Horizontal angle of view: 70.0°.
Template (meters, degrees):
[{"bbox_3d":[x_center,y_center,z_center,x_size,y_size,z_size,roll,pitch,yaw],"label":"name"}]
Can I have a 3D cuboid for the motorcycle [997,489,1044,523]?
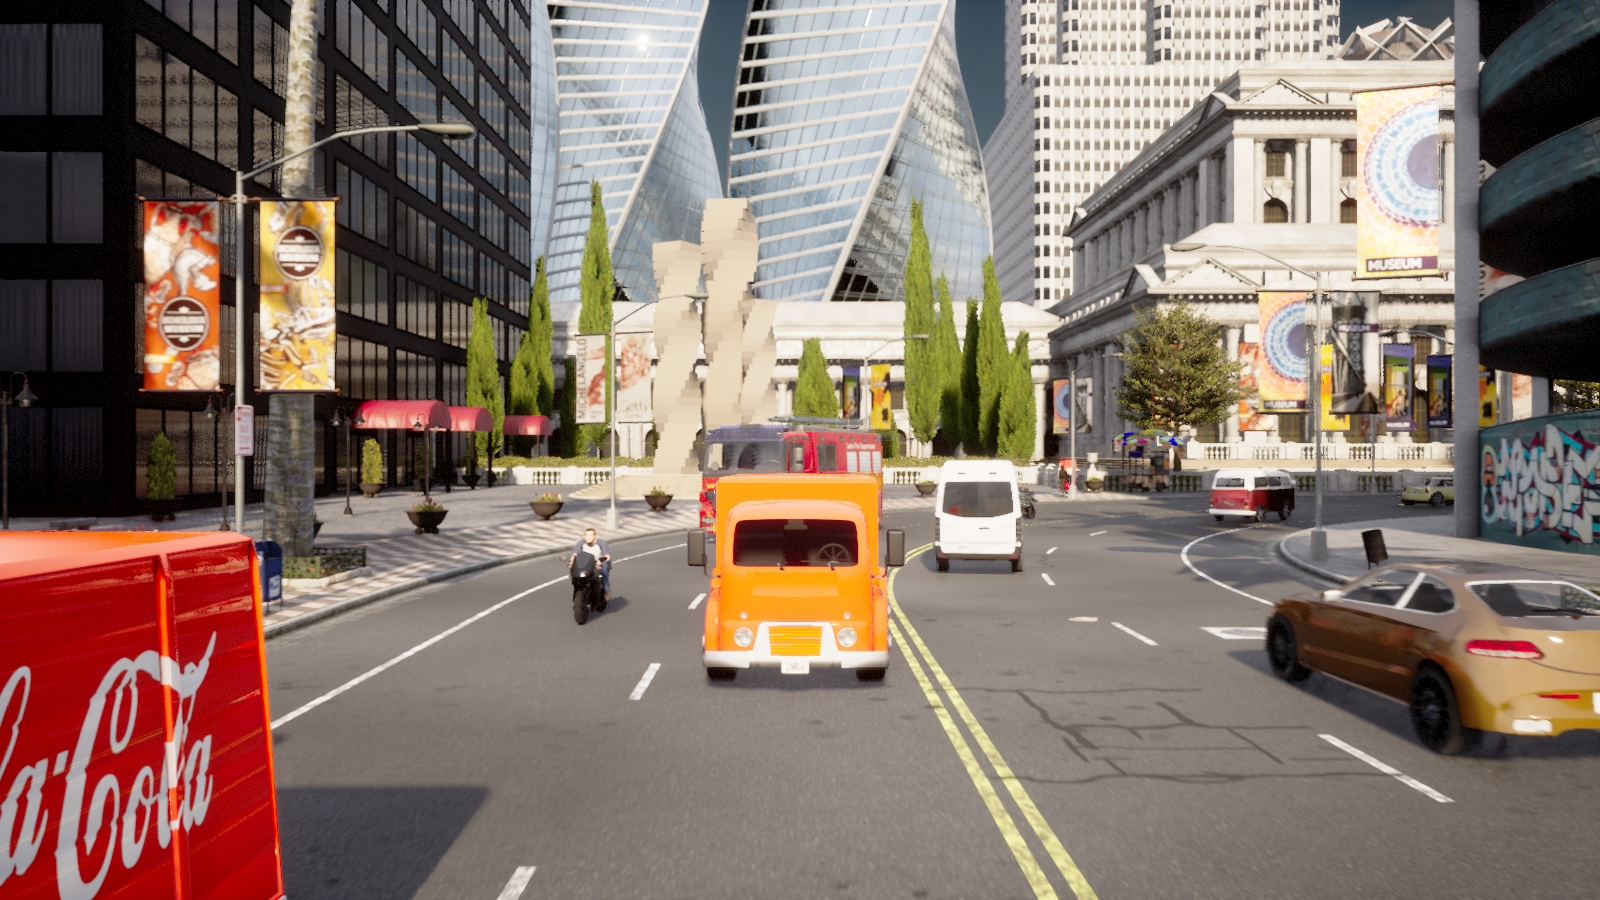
[{"bbox_3d":[8.749,2.204,45.267,0.867,1.251,2.209,1,1,38],"label":"motorcycle"}]

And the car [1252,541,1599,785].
[{"bbox_3d":[6.886,1.992,12.143,2.152,1.651,5.027,0,0,0],"label":"car"}]

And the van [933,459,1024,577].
[{"bbox_3d":[4.522,1.534,28.257,1.988,2.561,5.915,0,0,11],"label":"van"}]

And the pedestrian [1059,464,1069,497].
[{"bbox_3d":[14.651,1.696,63.461,0.375,1.860,0.375,0,0,-34],"label":"pedestrian"}]

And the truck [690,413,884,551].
[{"bbox_3d":[-0.133,0.890,36.086,2.891,3.827,8.468,0,0,24],"label":"truck"}]

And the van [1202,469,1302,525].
[{"bbox_3d":[17.799,1.782,44.883,2.069,2.038,4.480,0,0,45],"label":"van"}]

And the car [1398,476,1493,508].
[{"bbox_3d":[31.796,2.064,56.334,3.806,1.475,1.970,0,0,-16],"label":"car"}]

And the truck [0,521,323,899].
[{"bbox_3d":[-3.530,1.568,2.733,2.627,2.467,5.204,0,0,0],"label":"truck"}]

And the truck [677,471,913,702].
[{"bbox_3d":[-0.033,1.567,15.313,2.627,2.467,5.204,0,0,1],"label":"truck"}]
